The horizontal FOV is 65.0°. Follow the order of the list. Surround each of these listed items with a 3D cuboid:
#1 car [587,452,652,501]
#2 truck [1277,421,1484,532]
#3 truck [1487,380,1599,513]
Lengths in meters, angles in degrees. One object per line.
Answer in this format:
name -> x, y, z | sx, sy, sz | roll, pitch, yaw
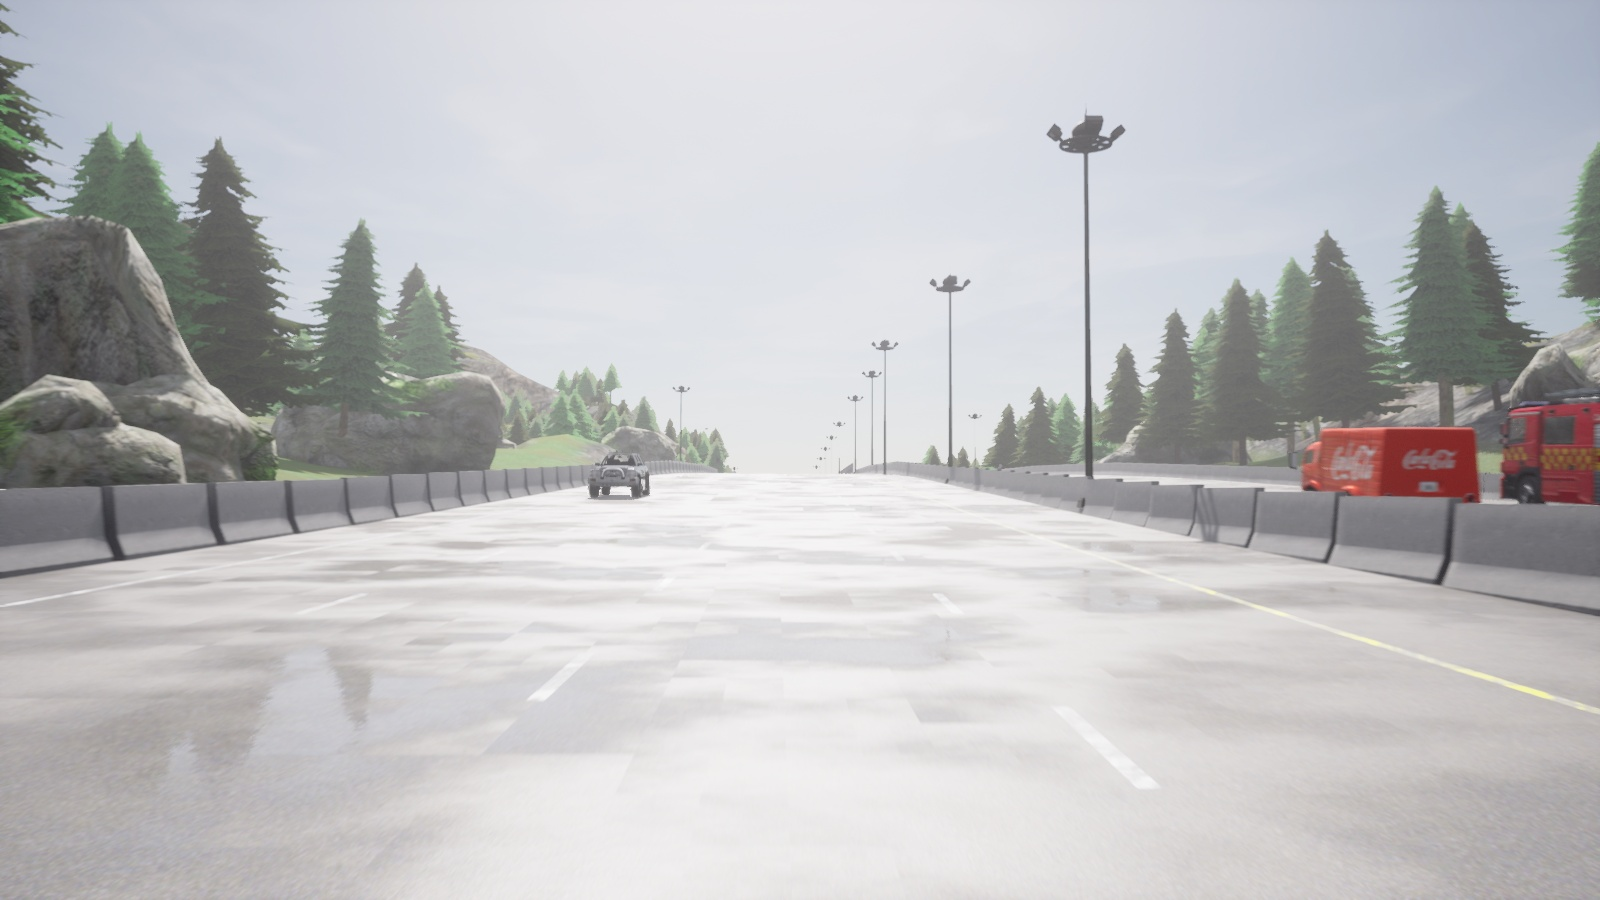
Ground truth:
car -> -7.125, 0.998, 49.998 | 1.932, 1.855, 4.605 | 0, 0, 0
truck -> 13.923, 0.596, 30.582 | 2.627, 2.467, 5.204 | 0, 0, 0
truck -> 24.402, -0.111, 37.724 | 2.891, 3.827, 8.468 | 0, 0, 0
